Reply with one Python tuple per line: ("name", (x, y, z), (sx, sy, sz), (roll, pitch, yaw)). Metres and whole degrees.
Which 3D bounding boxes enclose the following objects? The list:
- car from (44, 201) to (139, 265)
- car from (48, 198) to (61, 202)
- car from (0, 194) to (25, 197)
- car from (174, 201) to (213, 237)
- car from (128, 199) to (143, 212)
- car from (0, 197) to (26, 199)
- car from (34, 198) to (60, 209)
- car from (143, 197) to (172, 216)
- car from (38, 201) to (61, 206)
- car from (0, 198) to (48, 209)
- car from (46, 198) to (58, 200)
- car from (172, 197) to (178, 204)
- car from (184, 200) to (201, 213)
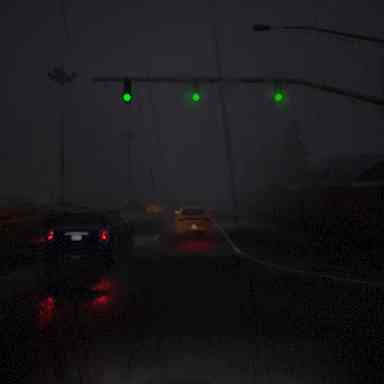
("car", (-3.402, 1.372, 11.922), (2.097, 1.767, 4.553), (0, 0, 0))
("car", (-14.007, 1.663, 37.133), (1.895, 1.301, 4.718), (0, 0, 0))
("car", (-21.007, 1.285, 38.121), (2.150, 2.045, 5.566), (0, 0, 0))
("car", (0.097, 1.508, 18.316), (1.882, 1.535, 5.008), (0, 0, 0))
("car", (-6.908, 1.559, 40.711), (2.128, 1.511, 4.902), (0, 0, 0))
("car", (-17.506, 1.546, 32.660), (2.128, 1.511, 4.902), (0, 0, 0))
("car", (-21.008, 1.607, 48.328), (1.812, 1.442, 4.674), (0, 0, 0))
("car", (-3.406, 1.533, 33.423), (1.882, 1.535, 5.008), (0, 0, 0))
("car", (-6.903, 1.511, 19.667), (1.882, 1.535, 5.008), (0, 0, 0))
("car", (-14.050, 1.523, 27.157), (1.882, 1.535, 5.008), (0, 0, 0))
("car", (-17.507, 1.563, 42.744), (2.128, 1.511, 4.902), (0, 0, 0))
("car", (-3.435, 1.576, 58.817), (1.882, 1.535, 5.008), (0, 0, 0))
("car", (0.093, 1.666, 39.062), (1.895, 1.301, 4.718), (0, 0, 0))
